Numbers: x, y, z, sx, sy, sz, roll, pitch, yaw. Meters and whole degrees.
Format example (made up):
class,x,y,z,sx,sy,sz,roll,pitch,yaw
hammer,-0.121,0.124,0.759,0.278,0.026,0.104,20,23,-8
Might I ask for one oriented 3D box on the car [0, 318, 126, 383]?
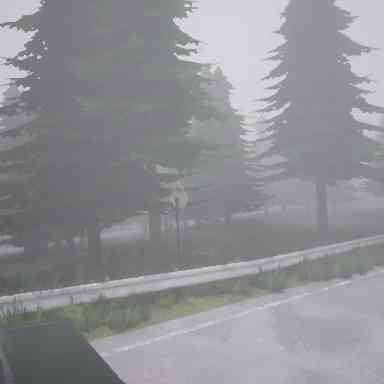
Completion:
class,x,y,z,sx,sy,sz,roll,pitch,yaw
car,-2.755,1.603,1.689,4.718,1.301,1.895,0,0,-36
